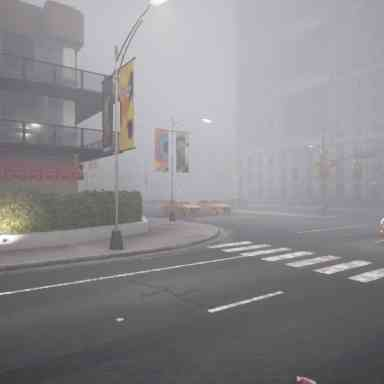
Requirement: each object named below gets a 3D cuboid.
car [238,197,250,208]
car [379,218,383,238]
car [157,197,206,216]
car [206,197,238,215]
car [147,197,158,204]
[{"bbox_3d":[6.276,1.505,48.487,1.837,1.490,4.892,0,0,-35],"label":"car"},{"bbox_3d":[11.132,1.352,16.271,4.553,1.767,2.097,0,0,-36],"label":"car"},{"bbox_3d":[-1.103,1.478,32.621,1.882,1.535,5.008,0,0,-35],"label":"car"},{"bbox_3d":[2.025,1.478,34.259,1.882,1.535,5.008,0,0,-35],"label":"car"},{"bbox_3d":[-6.207,1.601,59.240,4.718,1.301,1.895,0,0,42],"label":"car"}]
